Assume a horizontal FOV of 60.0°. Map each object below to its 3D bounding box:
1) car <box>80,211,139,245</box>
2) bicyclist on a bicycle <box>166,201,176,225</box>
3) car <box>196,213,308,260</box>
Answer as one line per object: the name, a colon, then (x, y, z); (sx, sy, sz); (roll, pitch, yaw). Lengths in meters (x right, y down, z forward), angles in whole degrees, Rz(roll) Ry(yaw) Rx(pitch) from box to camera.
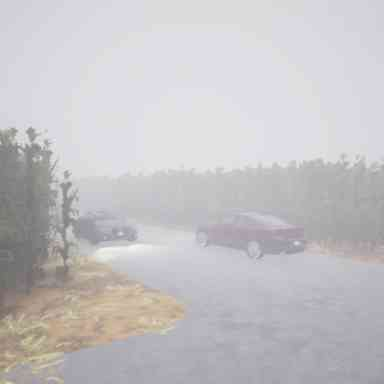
car: (-4.201, 1.609, 15.917); (1.994, 1.385, 4.181); (0, 0, -35)
bicyclist on a bicycle: (-1.097, 1.448, 22.791); (1.656, 1.620, 0.582); (0, 0, -35)
car: (2.090, 1.539, 13.021); (1.882, 1.535, 5.008); (1, -1, -34)
